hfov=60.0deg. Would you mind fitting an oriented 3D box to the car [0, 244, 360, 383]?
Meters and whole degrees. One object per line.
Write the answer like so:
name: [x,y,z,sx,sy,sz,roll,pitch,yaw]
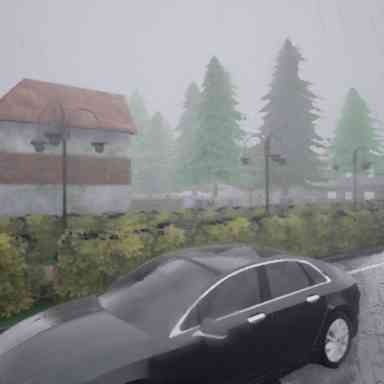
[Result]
car: [0.197,1.500,4.140,4.892,1.490,1.837,0,0,-36]
